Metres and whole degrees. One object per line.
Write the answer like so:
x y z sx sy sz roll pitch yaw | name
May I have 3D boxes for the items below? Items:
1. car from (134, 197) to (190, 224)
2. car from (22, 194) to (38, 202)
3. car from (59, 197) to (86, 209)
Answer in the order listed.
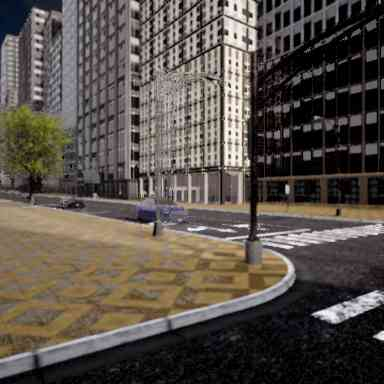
-2.097 1.163 22.675 2.097 1.767 4.553 0 0 -37 | car
-27.876 0.938 57.213 1.895 1.301 4.718 0 0 -37 | car
-13.833 1.219 38.396 1.994 1.385 4.181 0 0 -37 | car
